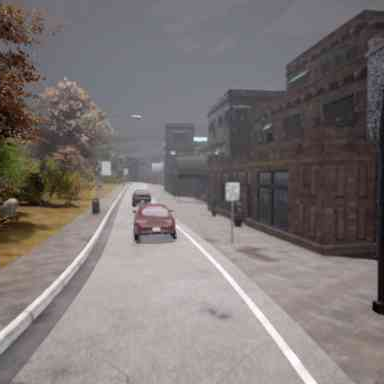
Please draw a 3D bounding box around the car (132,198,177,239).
[{"bbox_3d":[-1.827,1.276,15.757,1.812,1.442,4.674,-1,2,-10],"label":"car"}]

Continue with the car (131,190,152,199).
[{"bbox_3d":[-5.090,0.532,33.638,1.837,1.490,4.892,-1,3,-10],"label":"car"}]
